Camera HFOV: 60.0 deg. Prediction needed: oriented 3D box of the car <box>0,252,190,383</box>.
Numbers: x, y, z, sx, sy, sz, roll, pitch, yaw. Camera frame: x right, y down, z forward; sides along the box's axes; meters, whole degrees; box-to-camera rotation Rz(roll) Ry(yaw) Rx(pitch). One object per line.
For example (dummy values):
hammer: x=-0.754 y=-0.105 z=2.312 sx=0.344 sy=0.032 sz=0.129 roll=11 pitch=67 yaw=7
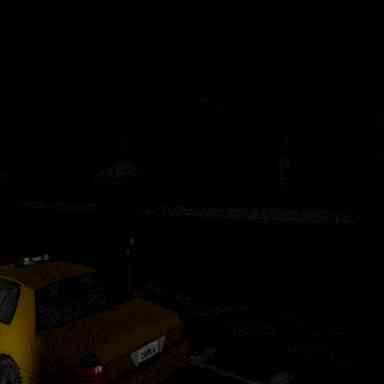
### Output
car: x=-2.304 y=1.525 z=4.601 sx=4.829 sy=1.417 sz=1.752 roll=0 pitch=0 yaw=35
